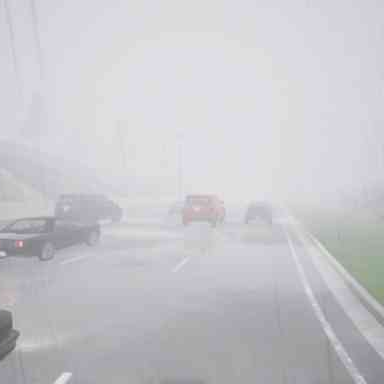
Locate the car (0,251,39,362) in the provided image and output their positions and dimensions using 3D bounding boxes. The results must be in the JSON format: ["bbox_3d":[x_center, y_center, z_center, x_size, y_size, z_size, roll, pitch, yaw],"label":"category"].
[{"bbox_3d":[-3.252,1.512,1.740,2.033,1.411,5.357,0,0,4],"label":"car"}]

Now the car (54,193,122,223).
[{"bbox_3d":[-6.550,1.097,21.451,2.150,2.045,5.566,1,0,13],"label":"car"}]

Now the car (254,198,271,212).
[{"bbox_3d":[8.393,1.485,39.090,1.812,1.442,4.674,1,0,14],"label":"car"}]

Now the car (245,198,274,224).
[{"bbox_3d":[4.989,1.476,24.706,1.837,1.490,4.892,1,0,13],"label":"car"}]

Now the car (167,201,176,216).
[{"bbox_3d":[-0.748,1.448,30.814,2.033,1.411,5.357,1,0,13],"label":"car"}]

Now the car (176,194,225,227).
[{"bbox_3d":[0.876,1.162,22.427,2.150,2.045,5.566,1,0,13],"label":"car"}]

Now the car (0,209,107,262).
[{"bbox_3d":[-5.092,1.518,11.896,1.895,1.301,4.718,1,0,12],"label":"car"}]
